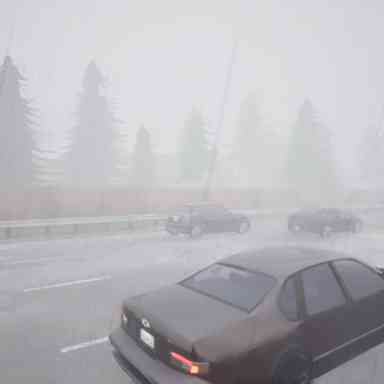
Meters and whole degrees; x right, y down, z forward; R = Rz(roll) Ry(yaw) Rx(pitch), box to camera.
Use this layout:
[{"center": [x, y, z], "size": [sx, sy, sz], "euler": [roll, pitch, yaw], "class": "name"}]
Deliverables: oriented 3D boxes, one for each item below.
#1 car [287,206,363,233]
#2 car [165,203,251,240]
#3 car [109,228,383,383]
[{"center": [7.009, 1.492, 17.338], "size": [4.892, 1.490, 1.837], "euler": [0, 0, -35], "class": "car"}, {"center": [0.946, 1.346, 17.314], "size": [4.553, 1.767, 2.097], "euler": [0, 0, -35], "class": "car"}, {"center": [1.586, 1.545, 4.876], "size": [5.357, 1.411, 2.033], "euler": [0, 0, -36], "class": "car"}]
